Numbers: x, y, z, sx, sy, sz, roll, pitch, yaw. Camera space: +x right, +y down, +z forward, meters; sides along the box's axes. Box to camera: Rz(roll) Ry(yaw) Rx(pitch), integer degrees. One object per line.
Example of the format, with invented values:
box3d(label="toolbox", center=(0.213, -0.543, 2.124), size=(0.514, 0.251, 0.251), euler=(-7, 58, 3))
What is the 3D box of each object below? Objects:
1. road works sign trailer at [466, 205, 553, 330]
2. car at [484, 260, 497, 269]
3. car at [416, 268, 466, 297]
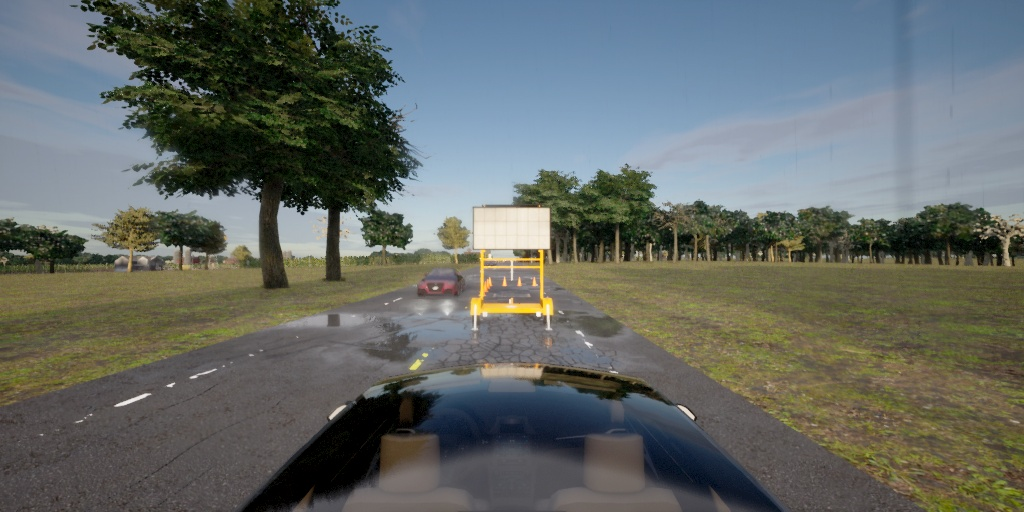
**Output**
box3d(label="road works sign trailer", center=(-0.003, 0.218, 11.126), size=(2.380, 3.560, 2.880), euler=(0, 0, 0))
box3d(label="car", center=(-3.599, 1.321, 59.603), size=(1.837, 1.490, 4.892), euler=(0, 0, 0))
box3d(label="car", center=(-3.603, 1.322, 18.860), size=(1.994, 1.385, 4.181), euler=(0, 0, 0))
